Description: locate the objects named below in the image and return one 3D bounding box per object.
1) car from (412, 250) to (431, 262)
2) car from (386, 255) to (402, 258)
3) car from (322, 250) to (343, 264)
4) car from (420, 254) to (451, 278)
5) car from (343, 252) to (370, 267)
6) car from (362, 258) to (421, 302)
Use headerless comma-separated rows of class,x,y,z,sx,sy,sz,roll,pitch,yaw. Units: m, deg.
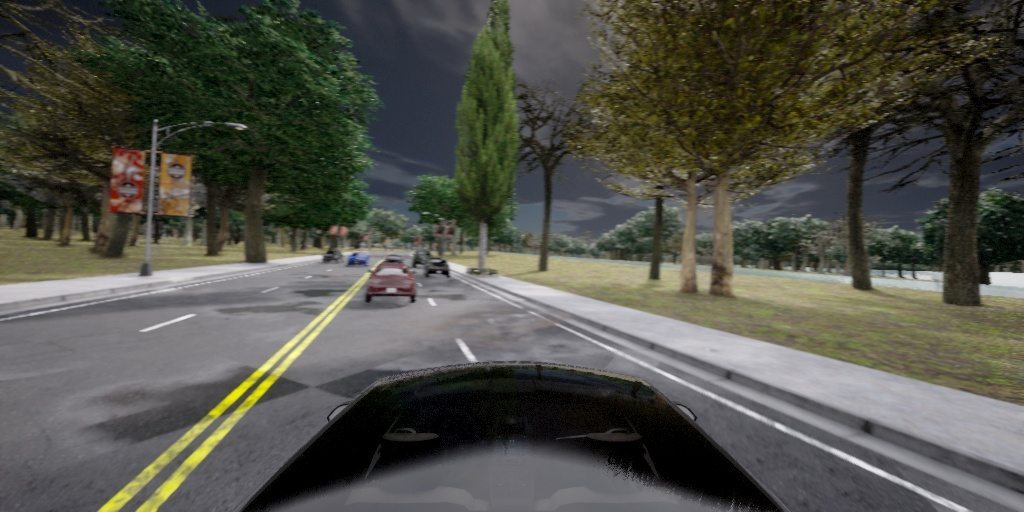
car,-10.613,0.305,42.494,2.150,2.045,5.566,3,1,-18
car,-10.710,0.637,32.475,1.837,1.490,4.892,3,0,-18
car,-20.746,0.073,41.727,1.837,1.490,4.892,3,0,-18
car,-6.031,0.890,28.549,1.837,1.490,4.892,3,0,-17
car,-15.894,0.319,37.285,1.882,1.535,5.008,3,0,-18
car,-4.979,1.010,14.887,1.812,1.442,4.674,3,0,-18
